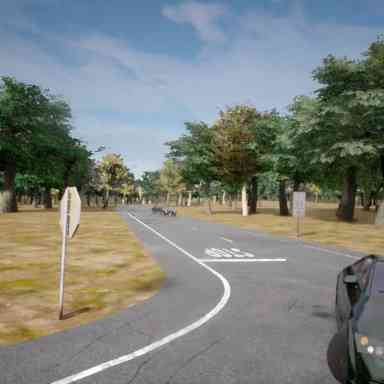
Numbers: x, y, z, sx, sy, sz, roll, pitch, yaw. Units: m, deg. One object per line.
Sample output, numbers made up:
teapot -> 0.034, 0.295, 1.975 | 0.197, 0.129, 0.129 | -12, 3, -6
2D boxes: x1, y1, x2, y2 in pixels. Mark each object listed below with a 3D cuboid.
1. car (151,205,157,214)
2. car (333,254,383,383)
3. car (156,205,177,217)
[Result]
car -> -5.783, 2.960, 56.904 | 1.882, 1.535, 5.008 | 3, -2, -14
car -> 3.137, 1.643, 4.667 | 1.994, 1.385, 4.181 | 1, -1, 22
car -> -3.514, 2.849, 48.061 | 1.895, 1.301, 4.718 | 3, -2, -13
